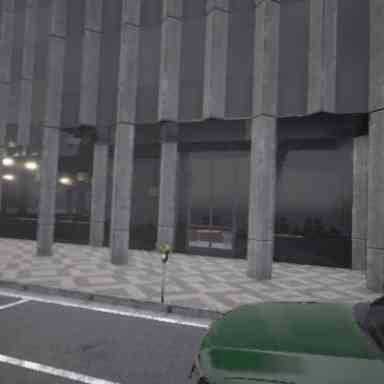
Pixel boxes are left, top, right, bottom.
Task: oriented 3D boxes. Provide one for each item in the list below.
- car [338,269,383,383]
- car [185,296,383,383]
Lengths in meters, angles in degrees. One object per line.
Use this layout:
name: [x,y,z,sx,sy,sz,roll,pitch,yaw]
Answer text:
car: [4.084,1.914,3.749,4.313,1.339,1.947,1,-3,19]
car: [2.609,1.438,2.084,5.566,2.045,2.150,1,-3,19]
